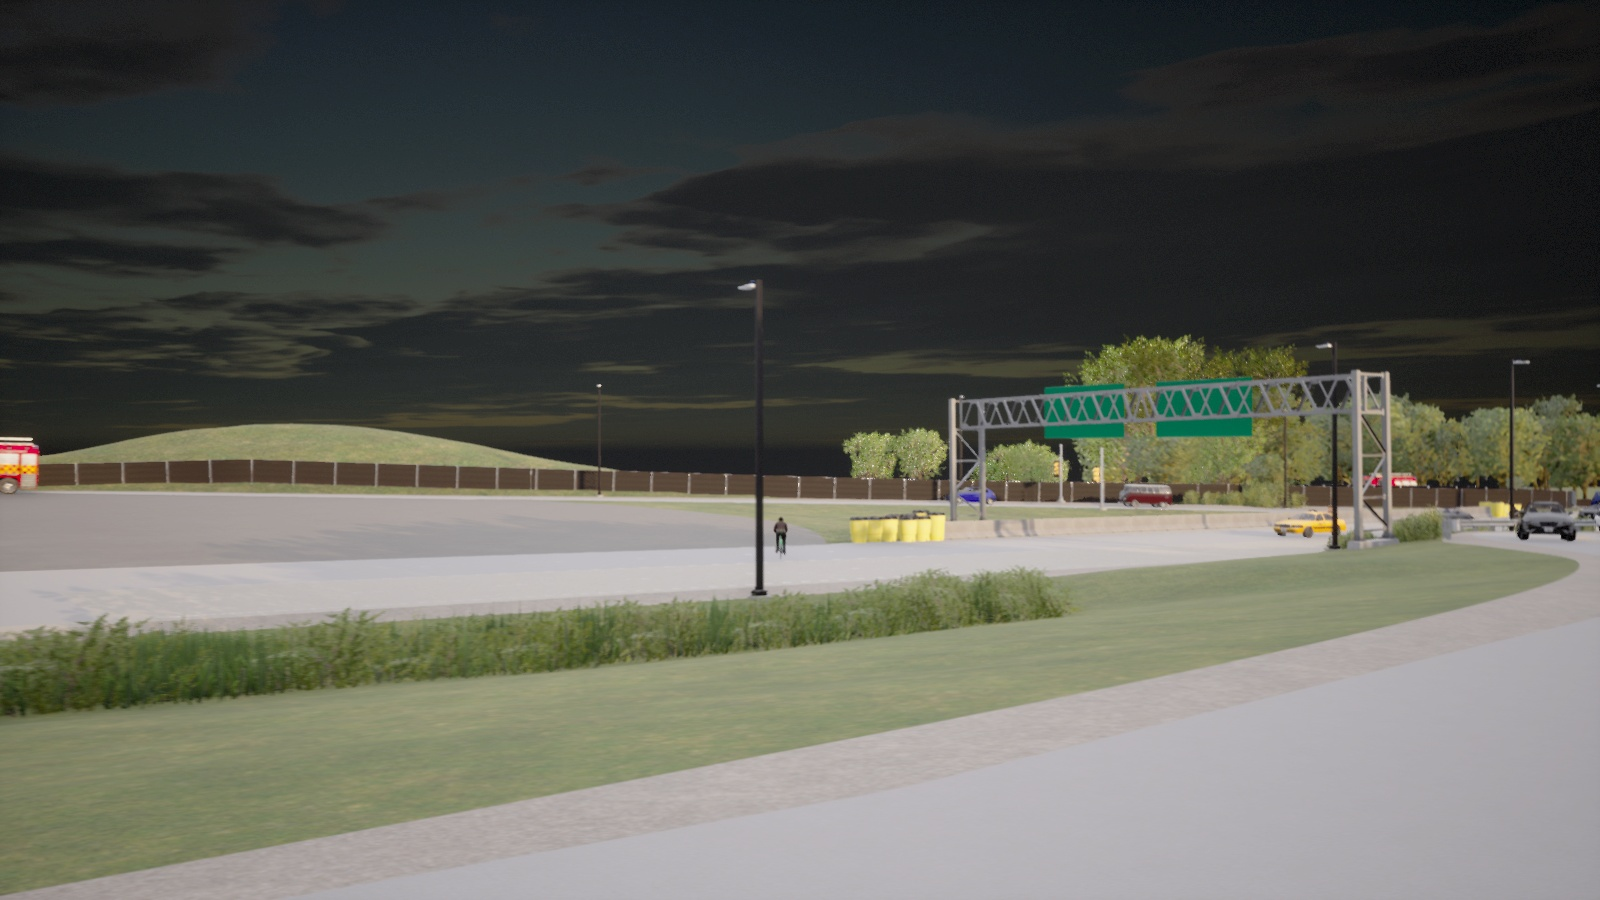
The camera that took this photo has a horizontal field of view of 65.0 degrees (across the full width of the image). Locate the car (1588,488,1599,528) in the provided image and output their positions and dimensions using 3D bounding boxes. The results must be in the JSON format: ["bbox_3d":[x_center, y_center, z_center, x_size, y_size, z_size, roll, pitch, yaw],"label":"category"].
[{"bbox_3d":[44.122,3.106,65.738,5.566,2.045,2.150,2,-1,-24],"label":"car"}]

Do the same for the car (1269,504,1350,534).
[{"bbox_3d":[29.044,3.905,71.498,5.366,1.575,1.801,1,-1,-37],"label":"car"}]

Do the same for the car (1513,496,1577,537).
[{"bbox_3d":[28.433,2.500,48.000,1.816,1.474,4.193,0,-2,27],"label":"car"}]
